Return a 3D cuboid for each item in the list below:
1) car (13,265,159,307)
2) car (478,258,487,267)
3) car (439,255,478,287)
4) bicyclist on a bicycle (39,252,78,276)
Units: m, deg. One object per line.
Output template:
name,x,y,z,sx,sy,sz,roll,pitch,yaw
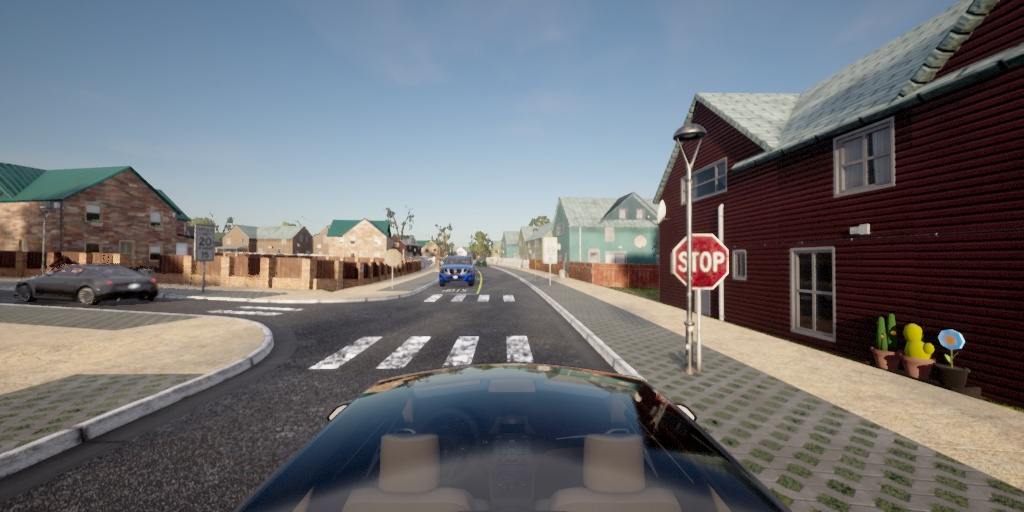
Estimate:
car,-15.531,1.006,13.197,4.181,1.385,1.994,1,-1,9
car,-5.748,1.094,64.578,2.097,1.767,4.553,0,0,-11
car,-3.713,0.971,24.985,2.150,2.045,5.566,0,0,-4
bicyclist on a bicycle,-21.487,0.635,17.127,0.582,1.620,1.656,1,0,9
